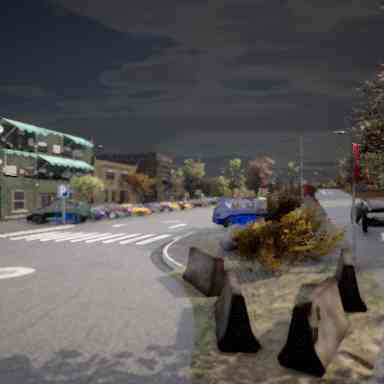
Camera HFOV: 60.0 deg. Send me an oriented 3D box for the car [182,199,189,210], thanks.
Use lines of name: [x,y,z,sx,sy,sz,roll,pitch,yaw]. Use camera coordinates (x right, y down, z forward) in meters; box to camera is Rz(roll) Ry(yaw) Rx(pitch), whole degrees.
car: [-3.516,2.353,54.995,5.008,1.535,2.097,-1,-1,-3]

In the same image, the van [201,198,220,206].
van: [4.390,2.394,80.375,4.442,1.987,1.878,-1,-1,-2]

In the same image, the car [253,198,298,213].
car: [11.495,1.795,46.175,5.566,2.045,2.435,0,-1,-3]

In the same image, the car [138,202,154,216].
car: [-7.797,2.197,40.902,5.366,1.575,1.946,-1,-1,-3]

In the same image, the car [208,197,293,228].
car: [4.200,1.552,23.134,5.566,2.045,2.435,0,-1,-2]

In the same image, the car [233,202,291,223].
car: [5.965,1.739,28.886,4.553,1.767,2.185,0,-1,-3]

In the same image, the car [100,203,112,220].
car: [-10.656,2.156,32.424,4.674,1.452,2.002,-1,-1,-3]

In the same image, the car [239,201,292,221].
car: [6.939,1.769,31.764,4.553,1.767,2.185,0,0,-2]

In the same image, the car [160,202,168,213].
car: [-6.222,2.294,46.520,4.792,1.488,2.163,-1,-1,-2]

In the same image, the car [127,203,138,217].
car: [-8.907,2.050,38.069,4.553,1.767,2.185,-1,-1,-2]

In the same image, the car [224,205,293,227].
car: [5.091,1.835,26.000,4.892,1.521,2.231,0,0,-2]

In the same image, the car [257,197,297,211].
car: [13.254,1.855,51.941,5.566,2.045,2.435,0,0,-2]

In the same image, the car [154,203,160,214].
car: [-7.091,2.236,43.702,4.892,1.521,2.231,-1,-1,-2]

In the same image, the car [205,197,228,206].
car: [6.319,2.423,86.034,5.566,2.045,2.435,-1,-1,-2]

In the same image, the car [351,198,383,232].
car: [9.279,1.065,16.745,2.128,1.511,4.902,-1,2,18]

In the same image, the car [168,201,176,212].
car: [-5.302,2.293,49.340,5.008,1.535,2.097,-1,-1,-2]

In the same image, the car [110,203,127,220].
car: [-9.770,2.147,35.246,4.892,1.521,2.231,-1,-1,-2]

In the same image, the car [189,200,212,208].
car: [1.838,2.531,71.923,4.892,1.521,2.231,-1,-1,-3]

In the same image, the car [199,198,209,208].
car: [0.910,2.376,69.098,4.553,1.767,2.185,-1,-1,-2]

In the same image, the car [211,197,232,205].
car: [8.050,2.481,91.657,5.566,2.045,2.435,-1,-1,-2]

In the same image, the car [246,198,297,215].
car: [9.613,1.734,40.407,5.566,2.045,2.435,0,0,-2]

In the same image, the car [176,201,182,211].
car: [-4.594,2.325,52.154,5.366,1.575,1.946,-1,-1,-2]

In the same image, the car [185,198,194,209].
car: [-2.809,2.384,57.795,5.366,1.575,1.946,-1,-1,-2]

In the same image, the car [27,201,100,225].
car: [-11.582,1.835,29.599,5.566,2.045,2.435,-1,-1,-2]

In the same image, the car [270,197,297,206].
car: [21.464,2.124,77.857,5.566,2.045,2.435,0,0,-3]

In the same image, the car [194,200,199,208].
car: [-1.705,2.441,60.641,4.792,1.488,2.163,-1,-1,-3]

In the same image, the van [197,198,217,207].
van: [3.497,2.365,77.554,4.442,1.987,1.878,-1,-1,-2]

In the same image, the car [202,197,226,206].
car: [5.425,2.394,83.213,5.566,2.045,2.435,-1,-1,-2]
